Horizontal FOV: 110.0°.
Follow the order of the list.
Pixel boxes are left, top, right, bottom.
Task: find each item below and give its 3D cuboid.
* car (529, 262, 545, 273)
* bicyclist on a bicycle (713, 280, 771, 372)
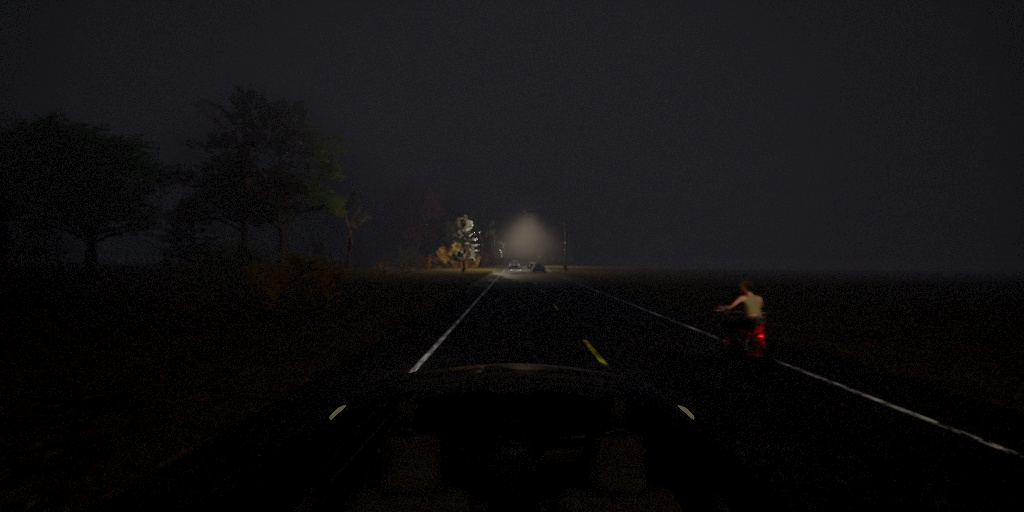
[{"bbox_3d":[3.970,1.739,54.234,1.812,1.442,4.674,0,0,0],"label":"car"},{"bbox_3d":[4.449,1.269,6.911,0.866,1.612,1.509,0,0,1],"label":"bicyclist on a bicycle"}]
